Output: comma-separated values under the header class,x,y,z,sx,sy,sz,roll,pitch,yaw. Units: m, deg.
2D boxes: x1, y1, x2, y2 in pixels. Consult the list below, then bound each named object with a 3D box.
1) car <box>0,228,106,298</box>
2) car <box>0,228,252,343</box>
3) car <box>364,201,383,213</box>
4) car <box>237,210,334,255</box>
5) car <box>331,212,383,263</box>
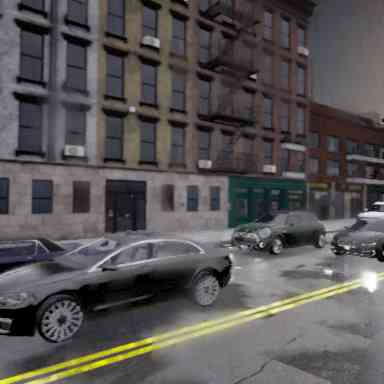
class,x,y,z,sx,sy,sz,roll,pitch,yaw
car,-4.764,1.727,8.240,4.718,1.301,1.895,1,-1,-36
car,-1.340,1.605,6.731,4.902,1.511,2.128,1,-1,-37
car,12.453,1.622,20.928,5.566,2.045,2.150,1,-1,-39
car,3.864,1.618,14.603,4.553,1.767,2.097,1,-1,-36
car,7.442,1.759,13.201,4.892,1.490,1.837,1,-1,-36
